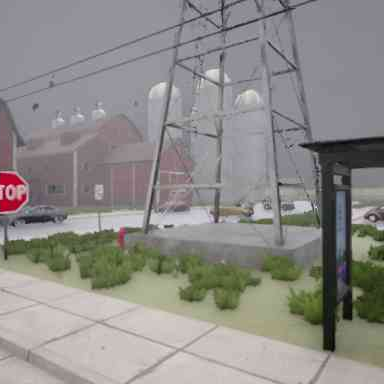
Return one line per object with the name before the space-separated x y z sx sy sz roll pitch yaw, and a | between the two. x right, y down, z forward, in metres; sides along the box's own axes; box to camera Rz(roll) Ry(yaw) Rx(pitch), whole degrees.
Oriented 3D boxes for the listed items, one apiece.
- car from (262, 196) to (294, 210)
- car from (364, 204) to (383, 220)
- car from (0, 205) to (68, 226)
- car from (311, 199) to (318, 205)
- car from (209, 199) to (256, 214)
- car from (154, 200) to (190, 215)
car | 10.783 1.432 42.123 3.866 1.878 1.905 -1 0 35
car | 14.820 1.534 24.368 3.905 1.438 1.784 -1 0 35
car | -11.235 1.668 23.560 2.128 1.511 4.902 -1 0 34
car | 24.577 1.600 62.014 4.611 1.667 2.242 -1 0 35
car | 3.568 1.620 30.719 4.193 1.474 1.816 -1 0 35
car | -2.171 1.655 36.787 1.882 1.535 5.008 -1 0 34
